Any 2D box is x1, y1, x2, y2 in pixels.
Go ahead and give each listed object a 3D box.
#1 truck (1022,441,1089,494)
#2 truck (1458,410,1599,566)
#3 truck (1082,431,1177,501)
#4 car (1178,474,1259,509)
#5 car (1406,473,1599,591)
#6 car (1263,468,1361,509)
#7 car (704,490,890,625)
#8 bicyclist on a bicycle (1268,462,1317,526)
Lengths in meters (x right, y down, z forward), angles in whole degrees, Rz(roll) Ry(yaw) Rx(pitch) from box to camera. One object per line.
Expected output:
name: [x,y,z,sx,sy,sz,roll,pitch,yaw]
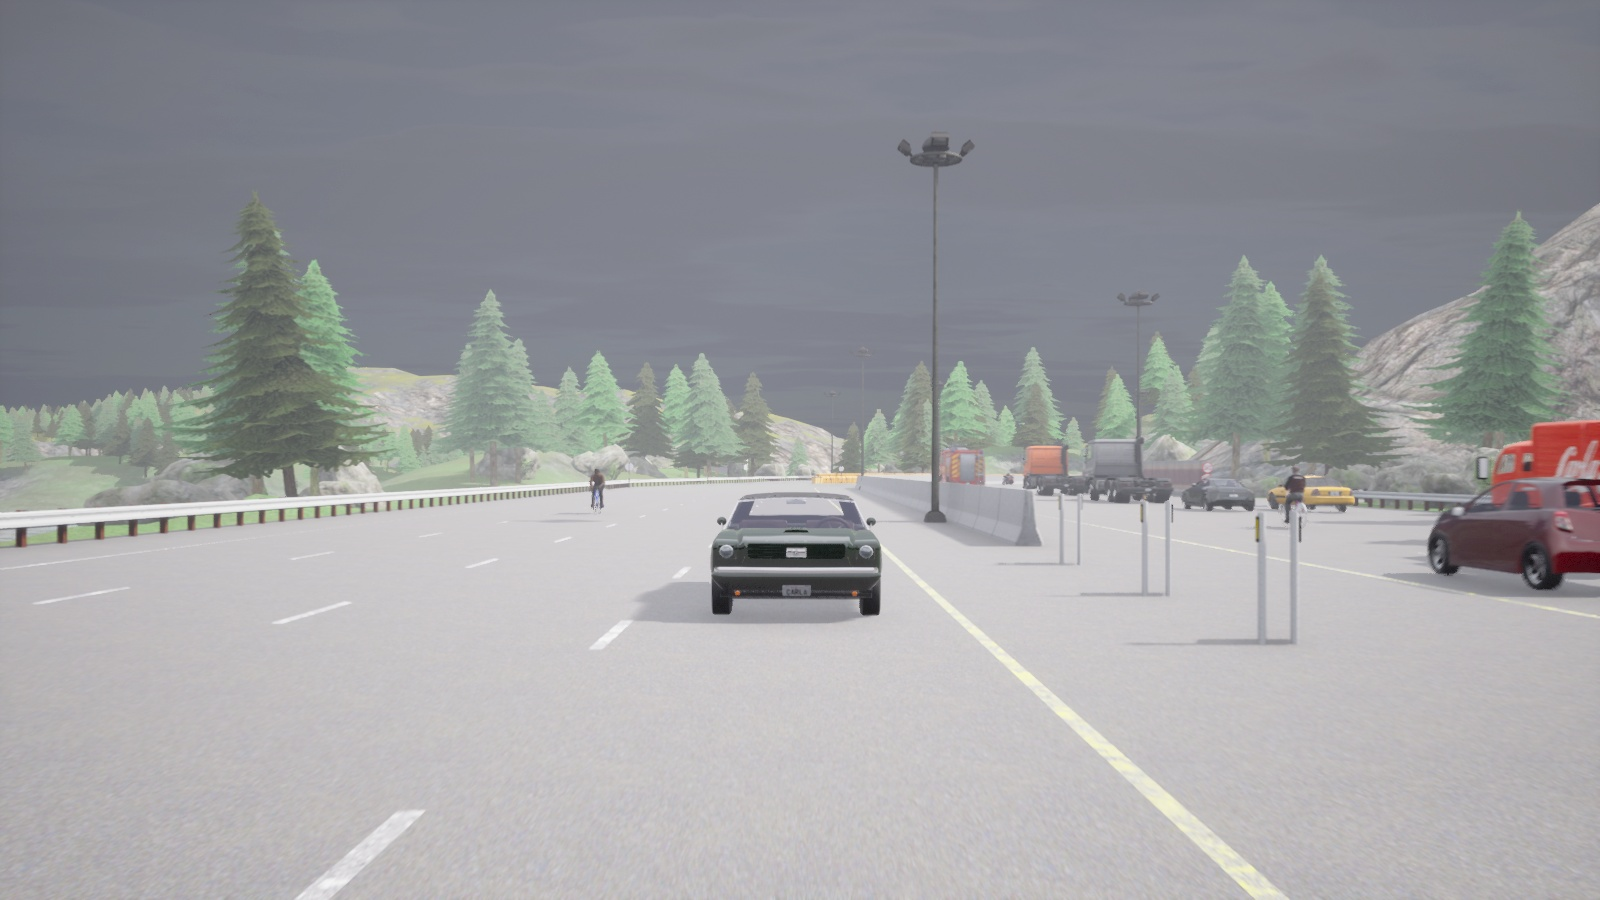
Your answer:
truck: [17.216,1.190,85.210,2.891,3.462,7.936,0,-1,0]
truck: [13.948,0.628,21.453,2.627,2.467,5.204,0,-1,0]
truck: [17.312,0.877,66.522,2.891,3.462,7.936,0,-1,0]
car: [17.378,1.686,52.355,1.994,1.385,4.181,0,-1,0]
car: [10.458,1.086,17.903,1.845,1.501,3.633,0,-1,0]
car: [20.880,1.531,51.456,1.801,1.575,5.366,0,-1,0]
car: [-0.034,1.169,15.148,1.895,1.301,4.718,0,-1,0]
bicyclist on a bicycle: [13.916,1.224,35.526,0.659,1.776,1.843,0,-1,0]
